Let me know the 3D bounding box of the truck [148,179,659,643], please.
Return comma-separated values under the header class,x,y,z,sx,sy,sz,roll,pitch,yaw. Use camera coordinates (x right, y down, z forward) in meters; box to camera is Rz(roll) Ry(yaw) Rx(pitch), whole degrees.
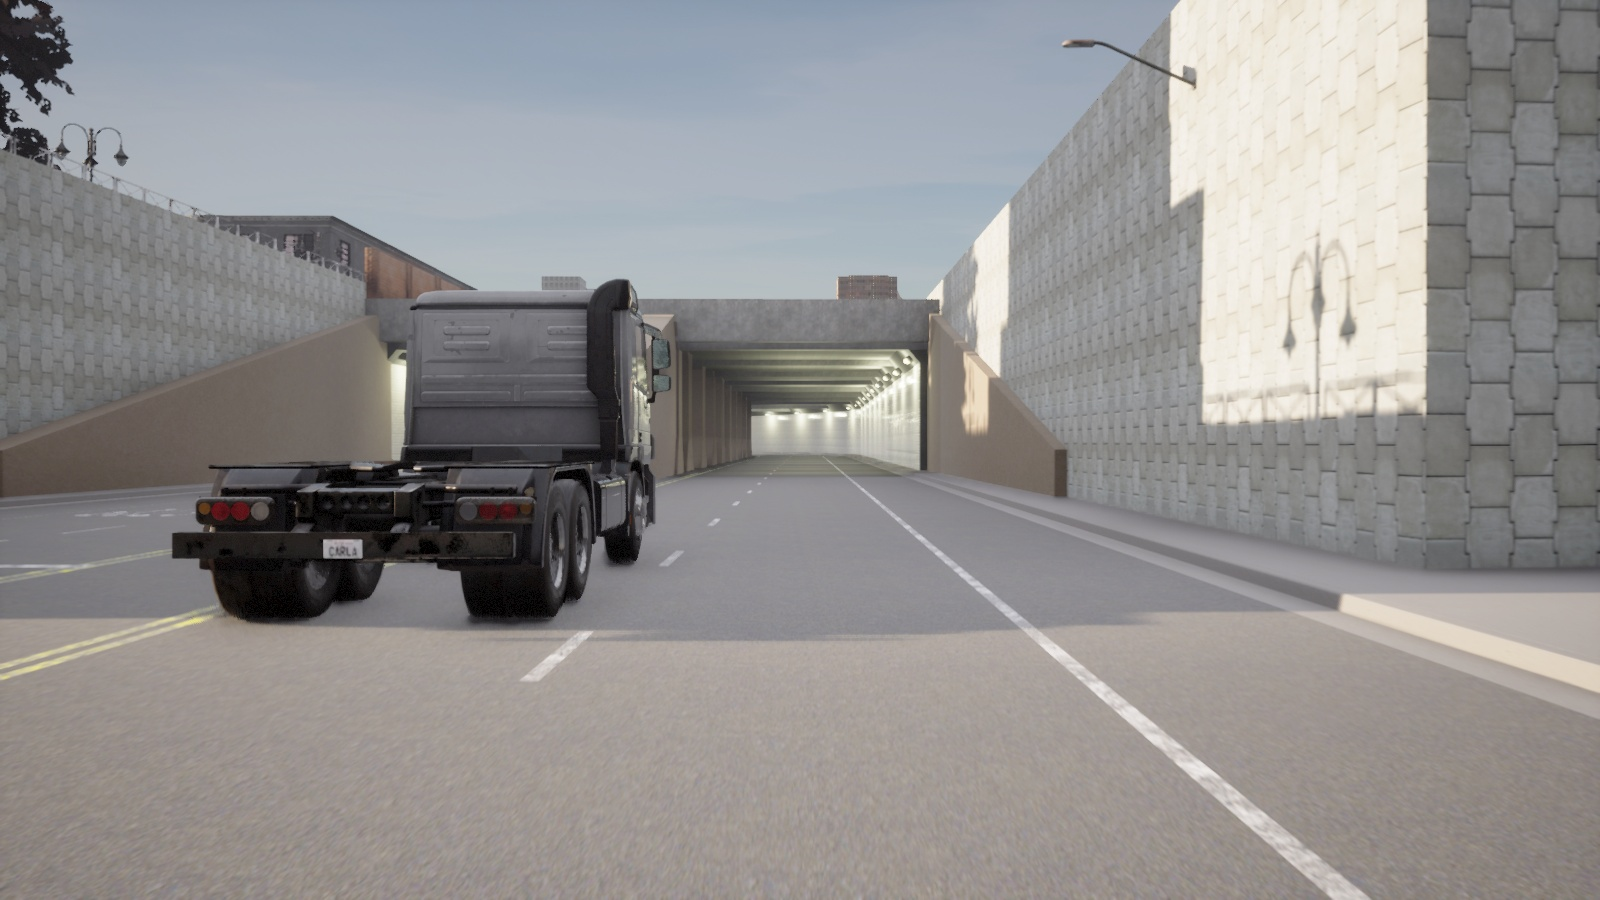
class,x,y,z,sx,sy,sz,roll,pitch,yaw
truck,-3.409,-0.313,13.365,2.891,3.462,7.936,0,0,0
